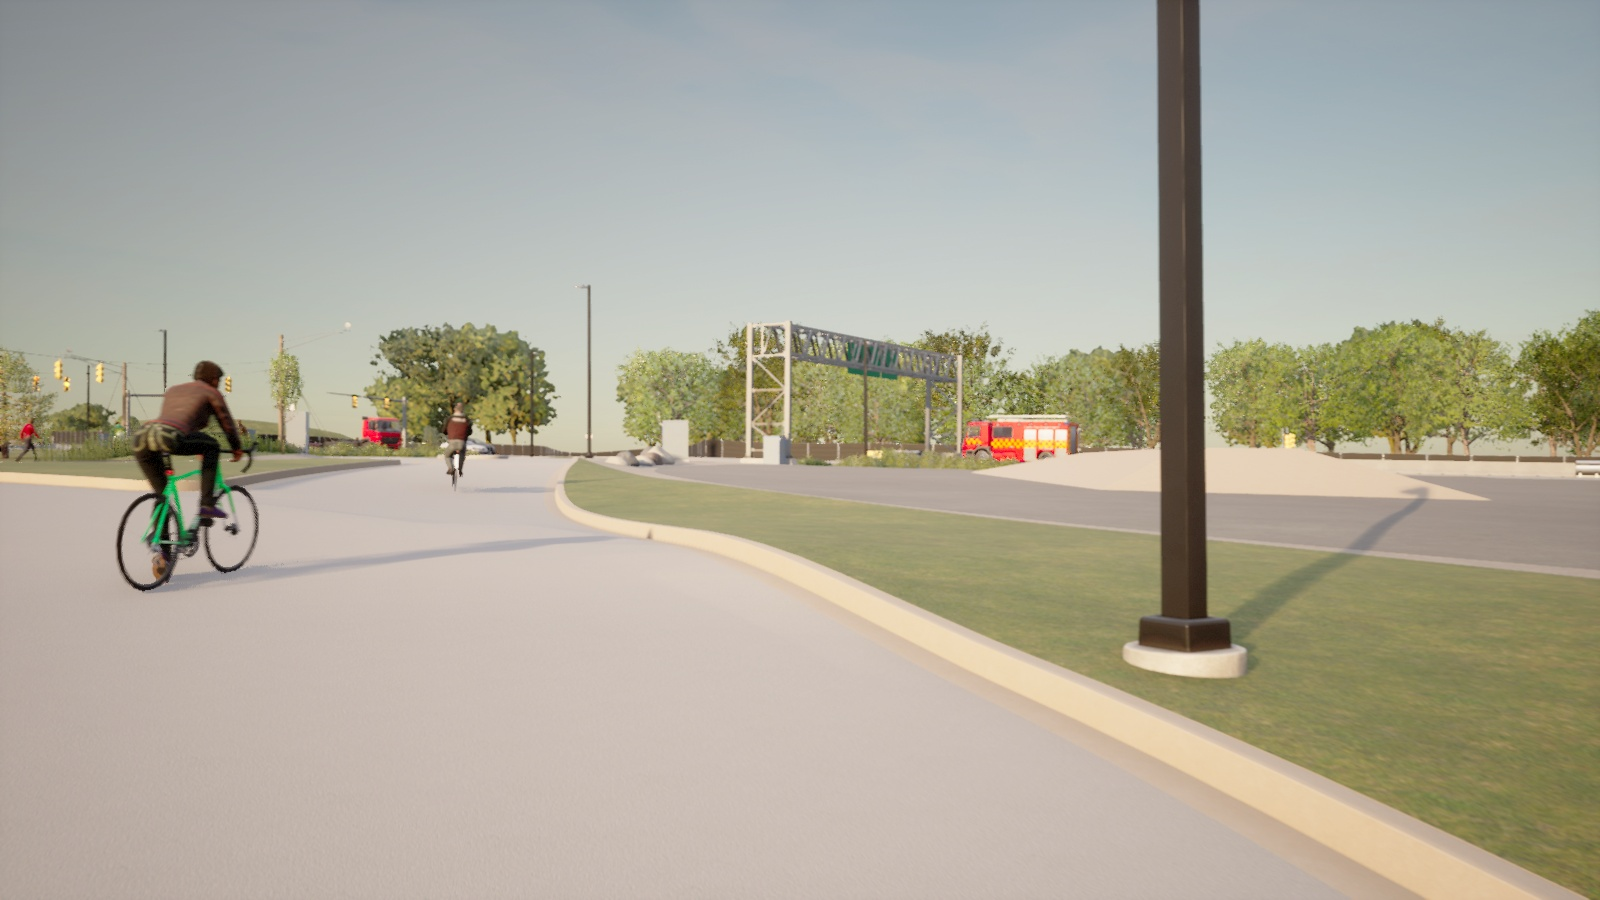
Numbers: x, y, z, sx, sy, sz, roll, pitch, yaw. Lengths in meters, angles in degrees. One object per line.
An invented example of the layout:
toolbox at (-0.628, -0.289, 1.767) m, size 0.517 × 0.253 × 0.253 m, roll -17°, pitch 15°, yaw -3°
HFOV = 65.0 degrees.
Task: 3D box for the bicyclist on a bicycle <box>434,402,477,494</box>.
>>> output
bicyclist on a bicycle at (-7.016, -0.071, 25.528) m, size 0.659 × 1.776 × 1.843 m, roll 4°, pitch 1°, yaw -17°

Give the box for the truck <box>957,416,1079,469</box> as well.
truck at (16.367, -0.586, 94.413) m, size 8.468 × 3.827 × 2.891 m, roll 1°, pitch 0°, yaw 30°

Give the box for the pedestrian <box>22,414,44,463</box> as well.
pedestrian at (-29.429, -0.424, 48.178) m, size 0.331 × 1.846 × 0.636 m, roll -1°, pitch -1°, yaw 34°

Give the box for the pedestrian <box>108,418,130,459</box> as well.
pedestrian at (-32.966, -0.567, 60.823) m, size 0.873 × 1.952 × 0.659 m, roll -1°, pitch -1°, yaw 40°

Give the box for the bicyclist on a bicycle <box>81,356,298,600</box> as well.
bicyclist on a bicycle at (-4.437, 0.161, 9.266) m, size 0.582 × 1.620 × 1.656 m, roll 2°, pitch 2°, yaw 8°
